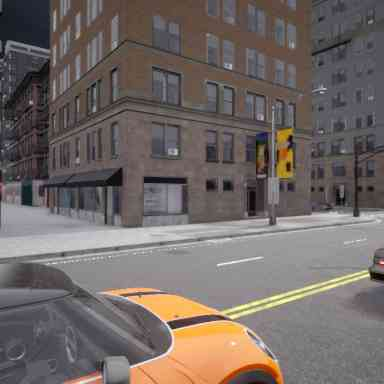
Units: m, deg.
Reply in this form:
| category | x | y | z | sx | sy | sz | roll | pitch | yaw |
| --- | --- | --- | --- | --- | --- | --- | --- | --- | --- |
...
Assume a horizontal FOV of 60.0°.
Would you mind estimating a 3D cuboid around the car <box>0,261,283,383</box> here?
| category | x | y | z | sx | sy | sz | roll | pitch | yaw |
| --- | --- | --- | --- | --- | --- | --- | --- | --- | --- |
| car | -1.369 | 1.352 | 2.427 | 4.553 | 1.767 | 2.097 | 0 | 0 | -37 |

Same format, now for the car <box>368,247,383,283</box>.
| category | x | y | z | sx | sy | sz | roll | pitch | yaw |
| --- | --- | --- | --- | --- | --- | --- | --- | --- | --- |
| car | 6.433 | 1.549 | 8.230 | 5.357 | 1.411 | 2.033 | 0 | 0 | -37 |

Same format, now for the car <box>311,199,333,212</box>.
| category | x | y | z | sx | sy | sz | roll | pitch | yaw |
| --- | --- | --- | --- | --- | --- | --- | --- | --- | --- |
| car | 13.985 | 1.549 | 38.380 | 1.994 | 1.385 | 4.181 | 0 | 0 | -37 |
